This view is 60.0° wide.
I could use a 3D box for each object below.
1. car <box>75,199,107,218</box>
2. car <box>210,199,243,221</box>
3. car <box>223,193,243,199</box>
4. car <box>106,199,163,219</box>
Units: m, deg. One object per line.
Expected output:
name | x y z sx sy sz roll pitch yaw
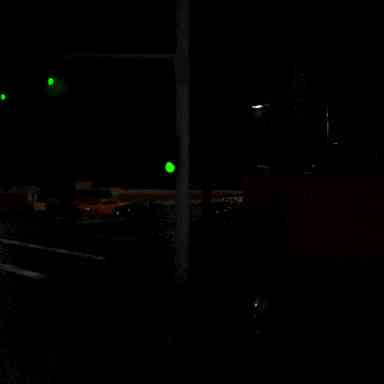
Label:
car | -8.077 1.409 29.928 1.882 1.535 5.008 0 0 36
car | 3.146 1.533 27.370 1.994 1.385 4.181 0 0 36
car | 6.686 1.157 50.274 2.150 2.045 5.566 0 0 36
car | -4.559 1.433 28.825 2.128 1.511 4.902 0 0 36
